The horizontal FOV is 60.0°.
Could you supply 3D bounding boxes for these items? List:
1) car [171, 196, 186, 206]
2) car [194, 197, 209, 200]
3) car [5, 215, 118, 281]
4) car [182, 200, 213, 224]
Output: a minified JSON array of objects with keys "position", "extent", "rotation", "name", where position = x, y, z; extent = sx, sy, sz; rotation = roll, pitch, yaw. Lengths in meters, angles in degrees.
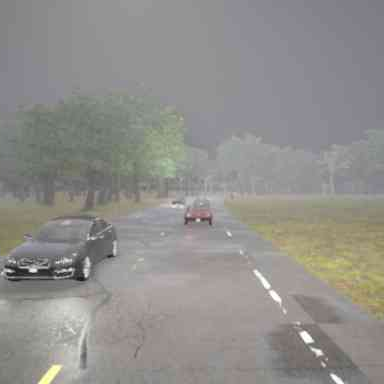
[{"position":[-1.983,1.299,50.651],"extent":[2.033,1.411,5.357],"rotation":[0,0,4],"name":"car"},{"position":[1.228,1.380,42.326],"extent":[1.994,1.385,4.181],"rotation":[0,0,3],"name":"car"},{"position":[-3.516,1.495,9.860],"extent":[1.837,1.490,4.892],"rotation":[0,0,1],"name":"car"},{"position":[0.473,1.529,23.829],"extent":[1.895,1.301,4.718],"rotation":[0,0,2],"name":"car"}]
